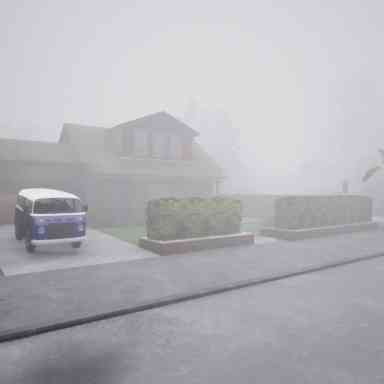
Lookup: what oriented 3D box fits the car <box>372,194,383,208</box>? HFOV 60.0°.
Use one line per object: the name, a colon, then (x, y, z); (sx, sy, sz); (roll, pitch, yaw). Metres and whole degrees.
car: (24.038, 0.986, 40.783); (3.866, 1.878, 1.905); (0, 0, 0)
